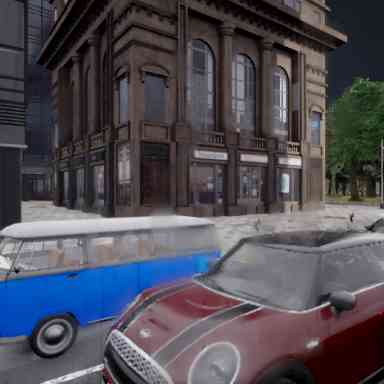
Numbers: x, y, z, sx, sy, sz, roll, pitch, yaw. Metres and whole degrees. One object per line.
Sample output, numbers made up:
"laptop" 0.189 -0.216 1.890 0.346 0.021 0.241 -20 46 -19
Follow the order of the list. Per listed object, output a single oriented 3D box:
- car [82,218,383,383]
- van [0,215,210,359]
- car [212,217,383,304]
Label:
"car" 1.239 1.352 4.257 4.553 1.767 2.097 0 0 -35
"van" -1.337 1.341 5.695 3.998 1.788 1.690 0 0 -35
"car" 2.954 1.525 8.750 4.829 1.417 1.752 0 0 -35
